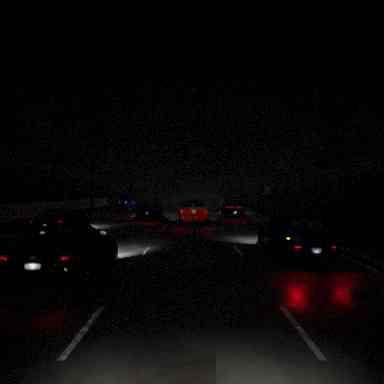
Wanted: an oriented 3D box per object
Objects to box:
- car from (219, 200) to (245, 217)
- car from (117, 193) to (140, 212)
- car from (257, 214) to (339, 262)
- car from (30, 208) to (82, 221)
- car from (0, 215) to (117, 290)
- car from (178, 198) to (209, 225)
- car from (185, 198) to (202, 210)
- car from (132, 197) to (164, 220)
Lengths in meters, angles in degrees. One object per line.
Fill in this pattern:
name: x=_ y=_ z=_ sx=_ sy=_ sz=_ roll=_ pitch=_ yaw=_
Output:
car: x=3.620 y=1.456 z=30.296 sx=1.837 sy=1.490 sz=4.892 roll=0 pitch=0 yaw=0
car: x=-6.862 y=1.162 z=37.258 sx=2.150 sy=2.045 sz=5.566 roll=0 pitch=0 yaw=0
car: x=3.610 y=1.507 z=11.912 sx=1.812 sy=1.442 sz=4.674 roll=0 pitch=0 yaw=0
car: x=-6.888 y=1.536 z=17.522 sx=1.994 sy=1.385 sz=4.181 roll=0 pitch=0 yaw=0
car: x=-3.387 y=1.549 z=9.070 sx=1.994 sy=1.385 sz=4.181 roll=0 pitch=0 yaw=0
car: x=0.116 y=1.312 z=24.019 sx=2.097 sy=1.767 sz=4.553 roll=0 pitch=0 yaw=0
car: x=0.208 y=1.497 z=42.146 sx=1.994 sy=1.385 sz=4.181 roll=0 pitch=0 yaw=1
car: x=-3.382 y=1.433 z=27.534 sx=1.882 sy=1.535 sz=5.008 roll=0 pitch=0 yaw=0
